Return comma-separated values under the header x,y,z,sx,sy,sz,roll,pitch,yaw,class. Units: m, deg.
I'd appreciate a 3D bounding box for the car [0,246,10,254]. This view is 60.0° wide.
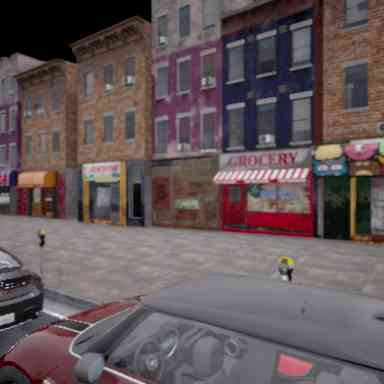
x,y,z,sx,sy,sz,roll,pitch,yaw,class
-4.399,1.559,5.949,4.403,1.369,2.008,0,0,36,car

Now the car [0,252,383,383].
x,y,z,sx,sy,sz,roll,pitch,yaw,class
0.122,1.443,2.719,4.097,1.590,1.967,0,0,36,car
